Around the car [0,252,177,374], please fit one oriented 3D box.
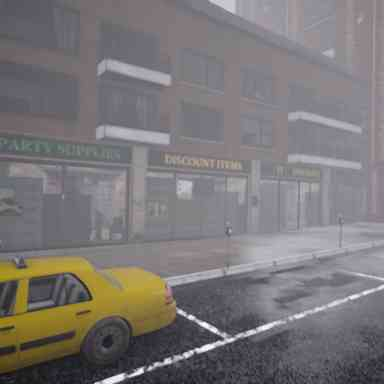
[{"bbox_3d":[-2.516,1.525,4.278,4.829,1.417,1.752,0,2,-35],"label":"car"}]
